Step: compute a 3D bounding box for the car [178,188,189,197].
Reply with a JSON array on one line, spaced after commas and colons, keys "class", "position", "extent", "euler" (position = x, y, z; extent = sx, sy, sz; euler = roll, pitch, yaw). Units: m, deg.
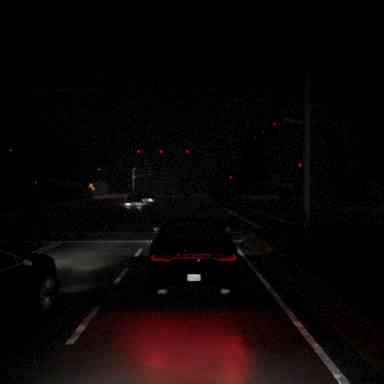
[{"class": "car", "position": [-1.933, 0.118, 74.757], "extent": [2.150, 2.045, 5.566], "euler": [0, 1, -1]}]

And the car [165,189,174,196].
[{"class": "car", "position": [-5.706, 0.015, 85.211], "extent": [2.097, 1.767, 4.553], "euler": [0, 1, -1]}]

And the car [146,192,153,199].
[{"class": "car", "position": [-8.697, 0.650, 64.544], "extent": [1.895, 1.301, 4.718], "euler": [0, 1, -1]}]

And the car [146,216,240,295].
[{"class": "car", "position": [0.000, 1.351, 8.454], "extent": [1.882, 1.535, 5.008], "euler": [0, 1, -1]}]

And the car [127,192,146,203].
[{"class": "car", "position": [-8.339, 0.808, 48.671], "extent": [1.812, 1.442, 4.674], "euler": [0, 1, -1]}]

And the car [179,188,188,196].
[{"class": "car", "position": [-2.208, -0.117, 85.358], "extent": [2.150, 2.045, 5.566], "euler": [0, 1, -1]}]

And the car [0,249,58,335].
[{"class": "car", "position": [-3.468, 1.424, 4.463], "extent": [2.128, 1.511, 4.902], "euler": [0, 1, 0]}]

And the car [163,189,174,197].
[{"class": "car", "position": [-5.431, 0.434, 74.611], "extent": [2.033, 1.411, 5.357], "euler": [0, 1, -1]}]
